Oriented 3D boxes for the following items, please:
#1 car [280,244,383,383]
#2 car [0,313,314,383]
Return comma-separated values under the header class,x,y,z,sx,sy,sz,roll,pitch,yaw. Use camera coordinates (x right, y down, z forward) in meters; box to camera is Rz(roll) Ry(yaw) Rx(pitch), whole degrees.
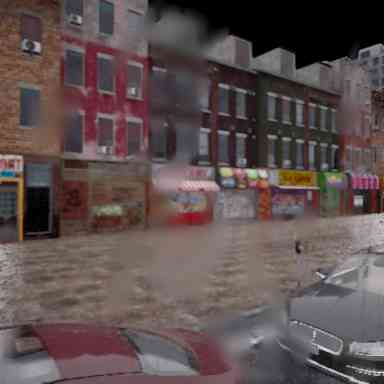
class,x,y,z,sx,sy,sz,roll,pitch,yaw
car,3.150,1.548,5.052,4.403,1.369,2.008,0,0,-36
car,-1.420,1.582,1.792,4.206,1.307,1.802,0,0,-36
